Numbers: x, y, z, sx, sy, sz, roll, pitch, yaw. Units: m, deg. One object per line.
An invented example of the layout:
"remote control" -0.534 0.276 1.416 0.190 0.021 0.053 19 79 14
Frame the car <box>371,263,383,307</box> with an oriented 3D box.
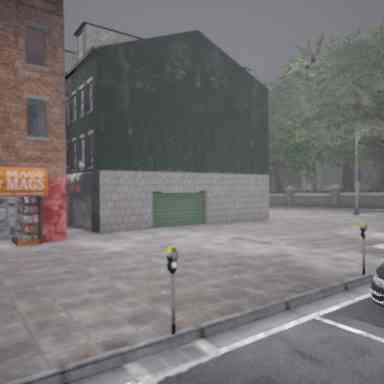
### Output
"car" 5.221 1.462 6.551 4.403 1.369 2.008 -1 0 -36
